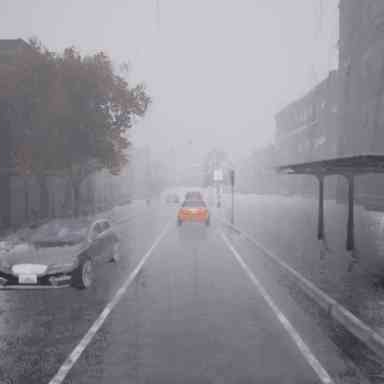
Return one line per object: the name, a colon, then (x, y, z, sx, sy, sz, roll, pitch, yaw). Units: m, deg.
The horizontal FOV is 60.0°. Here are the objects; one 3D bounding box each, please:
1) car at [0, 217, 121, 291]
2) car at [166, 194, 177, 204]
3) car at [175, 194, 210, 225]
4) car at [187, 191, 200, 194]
car: (-3.285, 1.485, 9.139, 2.128, 1.511, 4.902, 0, 0, 0)
car: (-2.918, 1.069, 50.743, 2.128, 1.511, 4.902, 0, 1, 1)
car: (0.126, 1.272, 23.501, 2.097, 1.767, 4.553, 0, 0, 0)
car: (0.205, 0.910, 42.716, 2.150, 2.045, 5.566, 0, 1, 0)
